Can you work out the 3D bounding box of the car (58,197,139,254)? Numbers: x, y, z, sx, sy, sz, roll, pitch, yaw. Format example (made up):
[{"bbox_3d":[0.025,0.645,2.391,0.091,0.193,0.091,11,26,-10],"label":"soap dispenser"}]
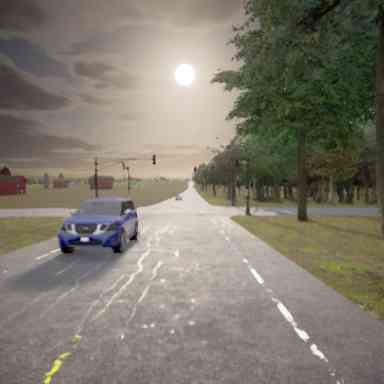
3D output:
[{"bbox_3d":[-3.595,1.239,13.917,2.150,2.045,5.566,0,0,0],"label":"car"}]

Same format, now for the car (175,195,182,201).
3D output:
[{"bbox_3d":[-3.428,1.497,85.302,2.033,1.411,5.357,0,0,0],"label":"car"}]
